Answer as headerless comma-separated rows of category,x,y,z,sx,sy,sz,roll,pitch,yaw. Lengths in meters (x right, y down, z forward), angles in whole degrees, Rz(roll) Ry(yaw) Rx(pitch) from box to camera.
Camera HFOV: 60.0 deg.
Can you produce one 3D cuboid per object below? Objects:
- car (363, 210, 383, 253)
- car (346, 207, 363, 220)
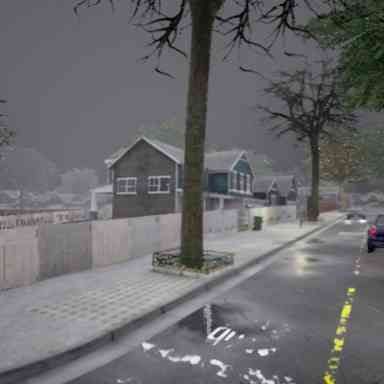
car,9.211,1.696,15.109,2.097,1.767,4.553,-2,-2,31
car,19.713,2.517,39.817,1.812,1.442,4.674,-1,-2,29
